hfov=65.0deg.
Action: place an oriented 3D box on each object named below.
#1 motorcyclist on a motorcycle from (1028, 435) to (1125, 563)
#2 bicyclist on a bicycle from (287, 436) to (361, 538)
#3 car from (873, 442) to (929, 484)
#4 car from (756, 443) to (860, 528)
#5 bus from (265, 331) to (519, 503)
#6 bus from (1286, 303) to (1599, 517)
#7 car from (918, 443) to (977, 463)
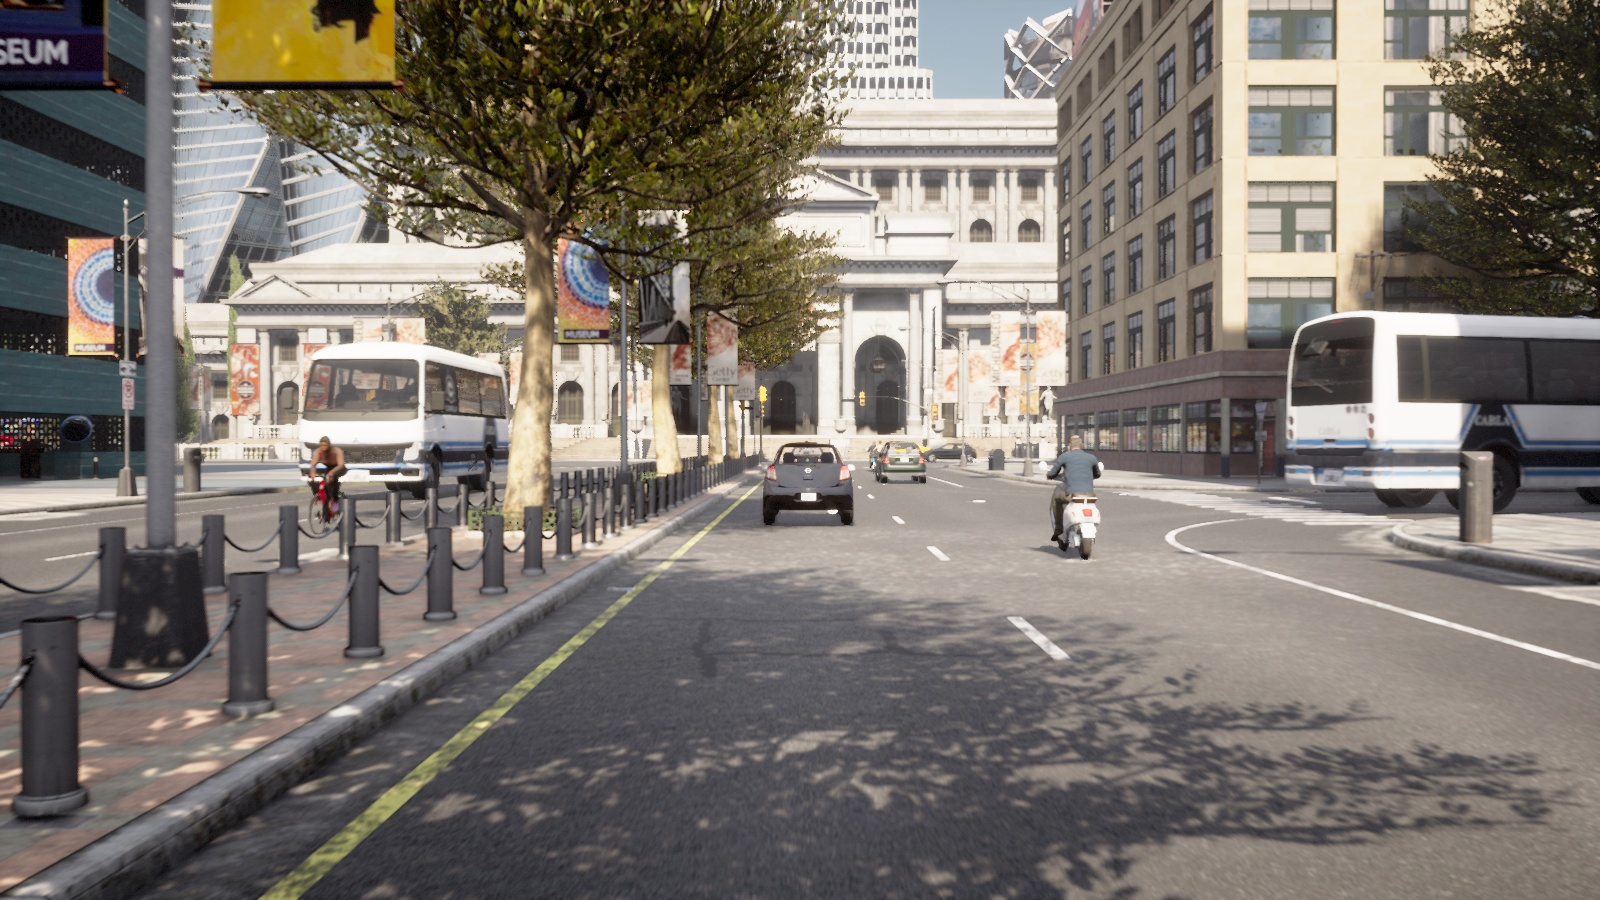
[{"bbox_3d":[3.609,0.607,16.547,0.866,1.590,1.817,1,0,0],"label":"motorcyclist on a motorcycle"},{"bbox_3d":[-7.867,0.576,20.814,0.582,1.620,1.656,0,1,0],"label":"bicyclist on a bicycle"},{"bbox_3d":[3.787,0.460,47.615,1.789,1.549,3.705,0,0,-1],"label":"car"},{"bbox_3d":[0.152,0.624,24.131,1.845,1.501,3.633,0,0,0],"label":"car"},{"bbox_3d":[-11.276,-0.843,36.277,3.944,4.253,10.273,0,0,0],"label":"bus"},{"bbox_3d":[16.628,-0.775,28.084,10.273,4.253,3.944,0,0,-13],"label":"bus"},{"bbox_3d":[11.072,0.237,94.436,4.193,1.474,1.816,0,0,-1],"label":"car"}]
